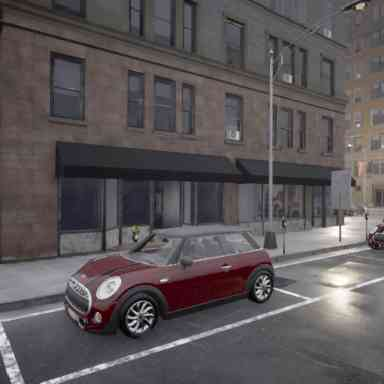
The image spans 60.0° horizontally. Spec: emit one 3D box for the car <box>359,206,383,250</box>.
[{"bbox_3d":[8.619,1.445,12.934,4.097,1.590,1.967,0,0,-36],"label":"car"}]

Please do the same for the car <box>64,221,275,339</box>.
[{"bbox_3d":[-0.314,1.441,6.538,4.097,1.590,1.967,0,0,-36],"label":"car"}]

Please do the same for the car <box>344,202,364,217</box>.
[{"bbox_3d":[12.333,1.253,29.665,2.097,1.767,4.553,1,0,-36],"label":"car"}]
